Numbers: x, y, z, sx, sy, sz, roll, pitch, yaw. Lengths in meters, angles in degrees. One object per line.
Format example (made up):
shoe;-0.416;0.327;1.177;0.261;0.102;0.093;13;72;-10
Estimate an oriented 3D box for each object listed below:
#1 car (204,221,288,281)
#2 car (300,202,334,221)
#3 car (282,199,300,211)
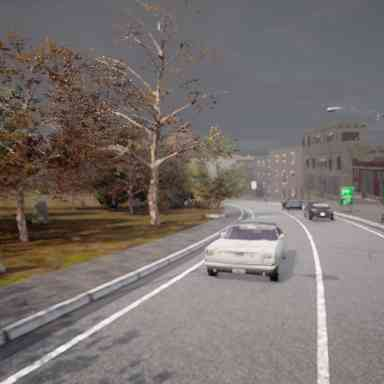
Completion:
car;1.847;1.614;10.157;1.895;1.301;4.718;0;0;19
car;10.337;1.513;27.307;1.812;1.442;4.674;-1;0;12
car;12.628;1.579;42.156;1.994;1.385;4.181;-2;0;5
